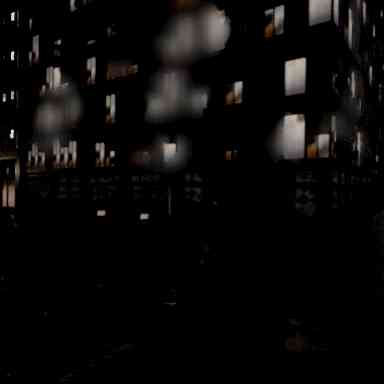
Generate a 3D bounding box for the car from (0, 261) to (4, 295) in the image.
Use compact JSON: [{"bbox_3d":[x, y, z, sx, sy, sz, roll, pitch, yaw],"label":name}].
[{"bbox_3d":[-5.543,1.495,6.827,4.403,1.369,2.008,0,1,36],"label":"car"}]
